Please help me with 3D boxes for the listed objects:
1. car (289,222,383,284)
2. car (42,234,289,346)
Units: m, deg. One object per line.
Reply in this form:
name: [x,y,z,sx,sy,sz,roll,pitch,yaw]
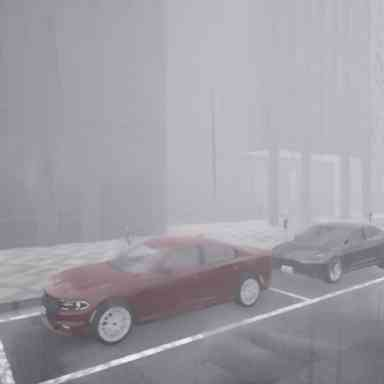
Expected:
car: [4.175,1.576,9.626,4.313,1.339,1.947,0,0,-35]
car: [-0.414,1.548,6.353,4.507,1.381,1.887,0,0,-35]
